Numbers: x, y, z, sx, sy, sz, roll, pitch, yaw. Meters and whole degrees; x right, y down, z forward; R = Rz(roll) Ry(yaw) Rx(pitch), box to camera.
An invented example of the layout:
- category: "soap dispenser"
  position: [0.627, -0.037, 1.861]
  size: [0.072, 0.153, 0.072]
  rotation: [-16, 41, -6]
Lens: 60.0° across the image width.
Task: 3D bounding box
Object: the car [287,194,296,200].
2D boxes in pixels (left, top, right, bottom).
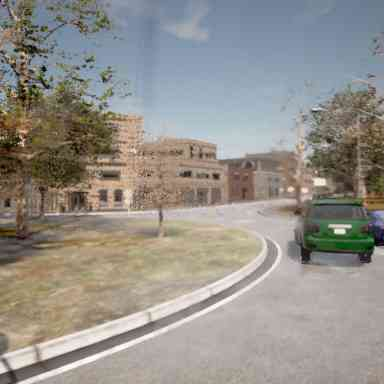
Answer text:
- category: "car"
  position: [23.974, 1.222, 78.275]
  size: [2.033, 1.411, 5.357]
  rotation: [-1, 1, 35]

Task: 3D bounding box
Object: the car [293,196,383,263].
- category: "car"
  position: [5.176, 1.304, 12.638]
  size: [2.150, 2.045, 5.566]
  rotation: [0, 0, 15]

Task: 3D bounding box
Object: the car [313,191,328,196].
- category: "car"
  position: [31.775, 0.952, 83.706]
  size: [2.128, 1.511, 4.902]
  rotation: [-1, 1, 35]
